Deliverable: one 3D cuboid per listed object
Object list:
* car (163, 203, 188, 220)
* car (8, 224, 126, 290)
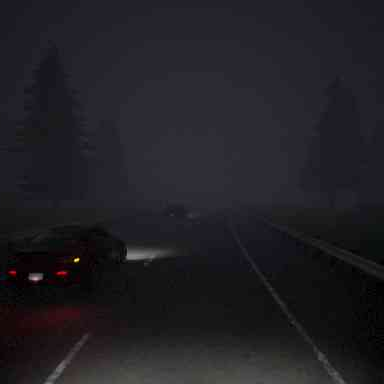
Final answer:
[{"bbox_3d":[-1.475,1.813,31.548,2.128,1.511,4.902,0,-1,6],"label":"car"},{"bbox_3d":[-3.172,1.617,9.230,1.812,1.442,4.674,0,-1,2],"label":"car"}]
